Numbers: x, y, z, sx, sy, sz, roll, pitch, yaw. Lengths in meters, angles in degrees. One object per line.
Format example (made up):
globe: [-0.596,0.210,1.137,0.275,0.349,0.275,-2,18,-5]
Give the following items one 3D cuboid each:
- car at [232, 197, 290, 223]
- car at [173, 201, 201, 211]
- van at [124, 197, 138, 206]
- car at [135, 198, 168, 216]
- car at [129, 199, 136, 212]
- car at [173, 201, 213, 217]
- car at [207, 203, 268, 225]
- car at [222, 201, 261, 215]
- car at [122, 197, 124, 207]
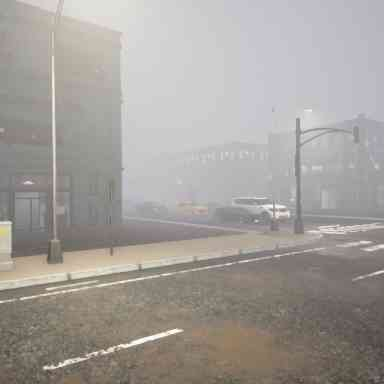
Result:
car: [5.610,1.445,28.386,2.150,2.045,5.566,-1,0,-35]
car: [-0.766,1.965,47.349,1.802,1.307,4.206,-2,0,-35]
van: [-10.390,1.906,60.885,1.690,1.788,3.998,-1,0,-35]
car: [-4.394,1.846,37.981,1.967,1.590,4.097,-1,0,-35]
car: [-6.353,2.022,45.248,1.994,1.385,4.181,-1,0,-35]
car: [-0.231,1.817,36.614,1.882,1.535,5.008,-1,0,-35]
car: [3.548,1.814,26.599,1.947,1.339,4.313,-1,0,-35]
car: [5.645,1.809,38.325,2.008,1.369,4.403,-2,0,-35]
car: [-13.597,1.939,65.397,2.192,1.841,5.009,-1,0,-35]
